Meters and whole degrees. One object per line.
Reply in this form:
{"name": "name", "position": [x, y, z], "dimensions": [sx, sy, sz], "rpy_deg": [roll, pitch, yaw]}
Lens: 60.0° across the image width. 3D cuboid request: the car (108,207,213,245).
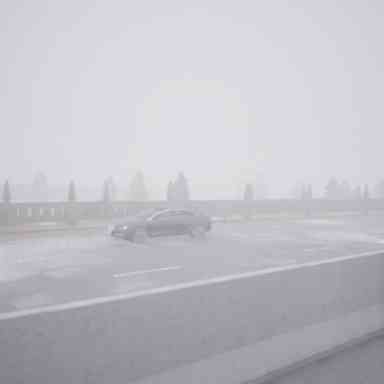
{"name": "car", "position": [-1.356, 1.439, 15.281], "dimensions": [4.902, 1.511, 2.128], "rpy_deg": [0, 0, -30]}
